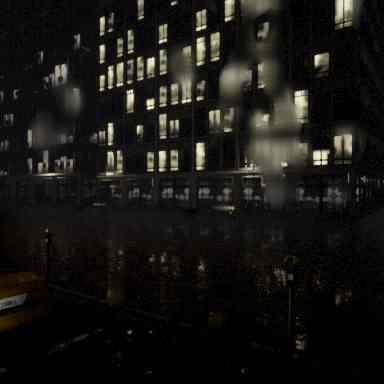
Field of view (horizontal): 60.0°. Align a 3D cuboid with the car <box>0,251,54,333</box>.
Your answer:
[{"bbox_3d":[-4.456,1.526,6.033,4.829,1.417,1.752,0,0,35],"label":"car"}]
